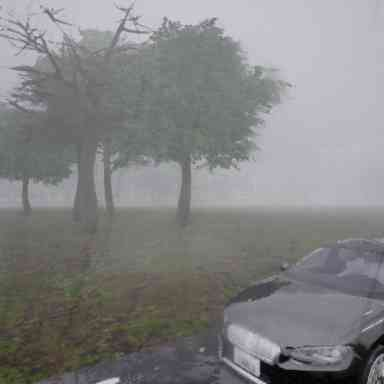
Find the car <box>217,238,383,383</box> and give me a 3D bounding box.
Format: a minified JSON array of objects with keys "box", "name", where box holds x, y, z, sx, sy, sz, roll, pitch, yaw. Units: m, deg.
[{"box":[2.580,1.498,4.855,4.902,1.511,2.128,0,0,-35],"name":"car"}]
